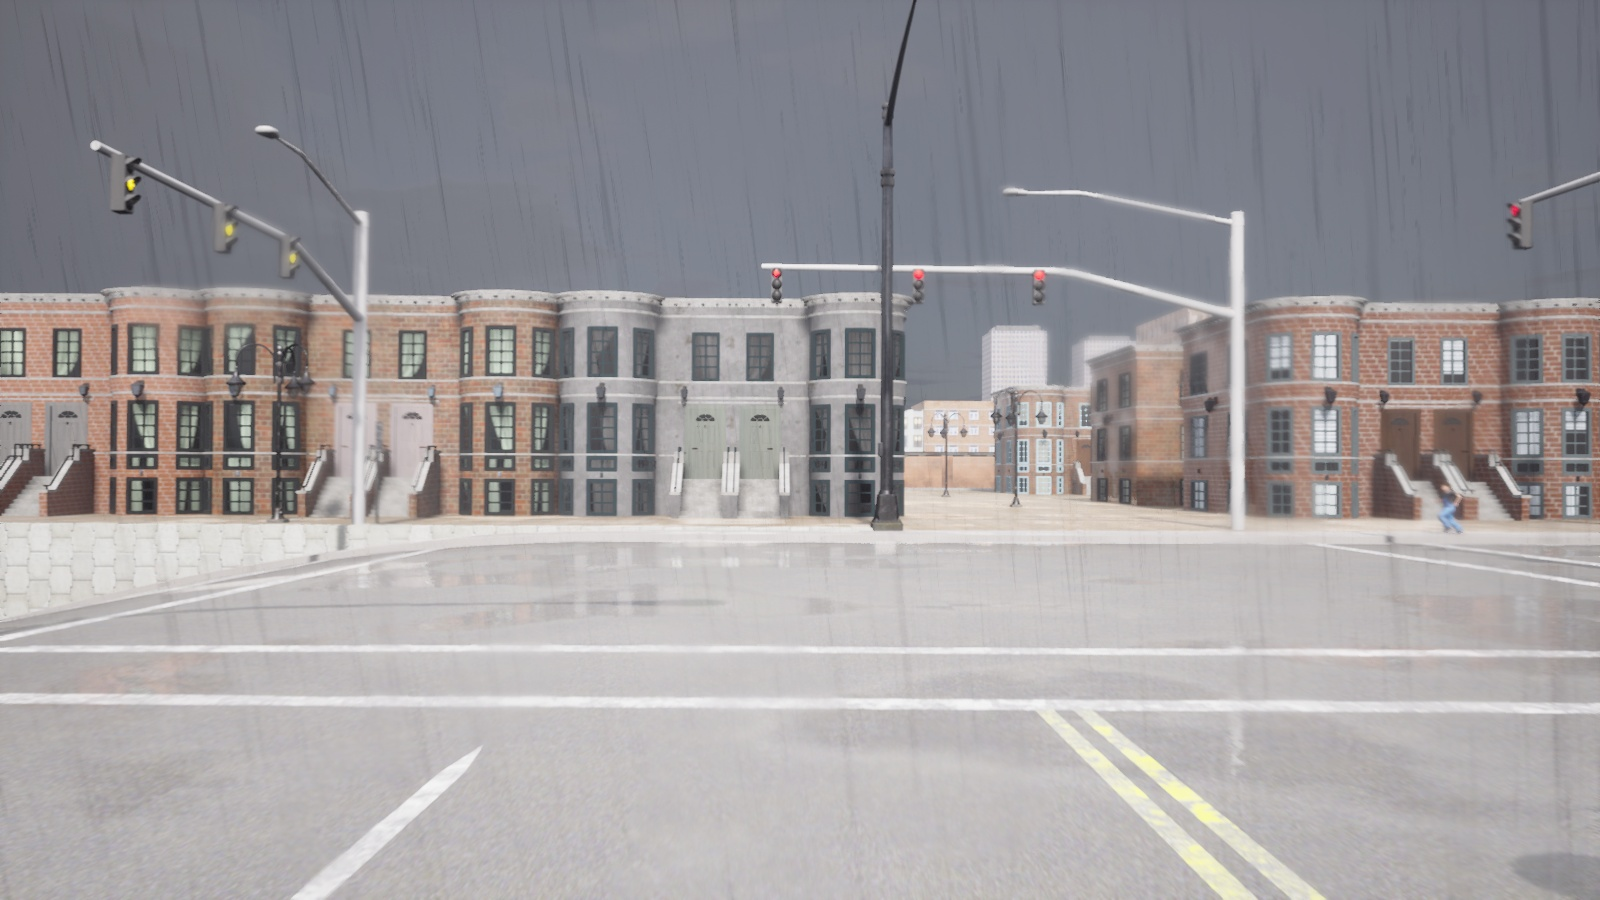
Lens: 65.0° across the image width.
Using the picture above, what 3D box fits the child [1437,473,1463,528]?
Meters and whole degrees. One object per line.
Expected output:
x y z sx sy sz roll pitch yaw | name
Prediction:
15.057 1.174 29.099 0.437 1.263 0.270 0 -1 -1 | child
